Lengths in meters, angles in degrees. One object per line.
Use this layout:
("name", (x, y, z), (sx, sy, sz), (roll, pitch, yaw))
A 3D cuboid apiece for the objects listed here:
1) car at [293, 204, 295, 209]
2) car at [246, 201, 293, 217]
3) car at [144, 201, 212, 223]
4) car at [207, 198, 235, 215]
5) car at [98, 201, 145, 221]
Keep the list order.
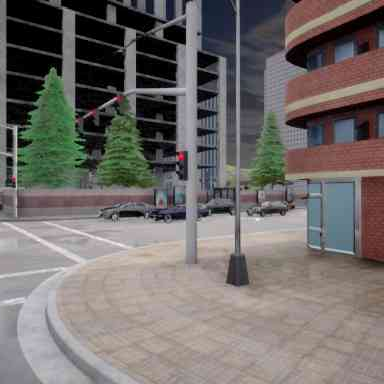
("car", (9.582, 1.656, 38.117), (4.718, 1.301, 1.895), (0, 0, -35))
("car", (7.345, 1.581, 32.236), (4.674, 1.442, 1.812), (0, 0, -35))
("car", (-1.032, 1.656, 26.307), (4.718, 1.301, 1.895), (0, 0, -35))
("car", (2.187, 1.407, 32.876), (4.553, 1.767, 2.097), (0, 0, -35))
("car", (-5.295, 1.547, 27.576), (4.902, 1.511, 2.128), (0, 0, -35))
